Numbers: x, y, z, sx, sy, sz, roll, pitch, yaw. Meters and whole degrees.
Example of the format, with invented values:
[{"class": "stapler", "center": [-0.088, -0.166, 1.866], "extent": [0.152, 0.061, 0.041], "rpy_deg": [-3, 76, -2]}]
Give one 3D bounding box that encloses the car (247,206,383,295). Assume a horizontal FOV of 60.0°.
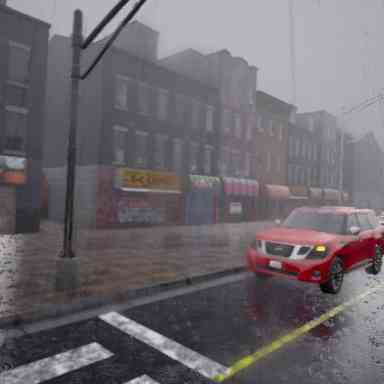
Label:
[{"class": "car", "center": [3.924, 1.455, 9.867], "extent": [2.150, 2.045, 5.566], "rpy_deg": [2, -1, 44]}]
